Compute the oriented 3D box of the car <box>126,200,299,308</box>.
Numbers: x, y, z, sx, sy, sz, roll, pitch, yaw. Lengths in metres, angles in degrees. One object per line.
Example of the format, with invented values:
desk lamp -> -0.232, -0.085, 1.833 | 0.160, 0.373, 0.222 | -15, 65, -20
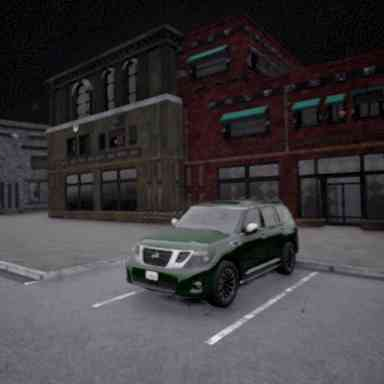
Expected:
car -> 0.904, 1.248, 8.510 | 2.435, 2.045, 5.566 | 0, -1, 37
